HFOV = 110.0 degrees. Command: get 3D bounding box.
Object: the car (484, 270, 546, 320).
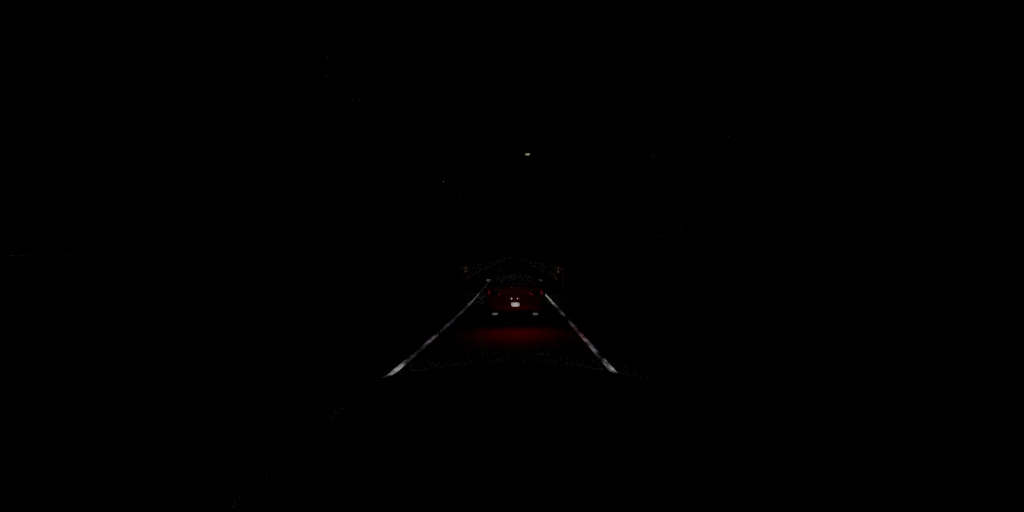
[{"bbox_3d":[0.095,1.230,12.678,1.882,1.535,5.008,0,0,0],"label":"car"}]
